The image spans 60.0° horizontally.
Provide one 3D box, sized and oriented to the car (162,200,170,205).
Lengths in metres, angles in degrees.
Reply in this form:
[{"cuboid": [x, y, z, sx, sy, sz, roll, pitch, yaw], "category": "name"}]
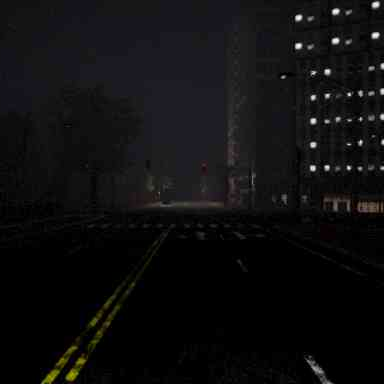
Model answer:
[{"cuboid": [-6.522, 2.673, 83.897, 1.895, 1.301, 4.718, 0, -1, 0], "category": "car"}]
